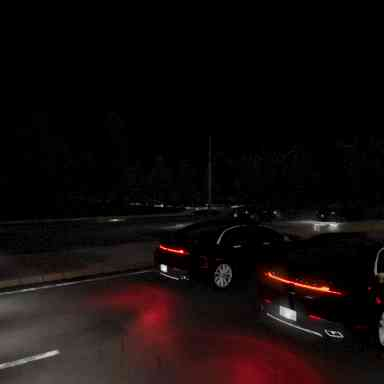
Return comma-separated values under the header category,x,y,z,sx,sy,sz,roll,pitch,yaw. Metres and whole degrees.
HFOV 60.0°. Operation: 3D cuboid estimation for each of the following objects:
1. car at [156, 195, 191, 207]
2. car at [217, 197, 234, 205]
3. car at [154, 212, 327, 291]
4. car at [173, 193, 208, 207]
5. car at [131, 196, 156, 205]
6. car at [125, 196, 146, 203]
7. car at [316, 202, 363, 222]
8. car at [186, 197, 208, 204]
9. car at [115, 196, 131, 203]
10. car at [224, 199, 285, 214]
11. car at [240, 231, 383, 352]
category,x,y,z,sx,sy,sz,roll,pitch,yaw
car,-2.869,1.547,50.104,2.033,1.411,5.357,0,0,-35
car,6.124,1.526,55.603,1.812,1.442,4.674,0,0,-35
car,1.336,1.505,9.049,4.892,1.490,1.837,0,0,-35
car,-0.105,1.221,52.242,2.150,2.045,5.566,0,0,-36
car,-8.360,1.601,57.968,1.895,1.301,4.718,0,0,-35
car,-11.764,1.540,69.062,2.033,1.411,5.357,0,0,-35
car,11.731,1.525,26.352,4.674,1.442,1.812,0,0,-35
car,0.910,1.601,63.065,1.895,1.301,4.718,0,0,-35
car,-14.131,1.491,66.311,2.128,1.511,4.902,0,0,-35
car,5.238,1.491,26.092,4.902,1.511,2.128,0,0,-35
car,3.368,1.505,6.200,4.892,1.490,1.837,0,0,-35
